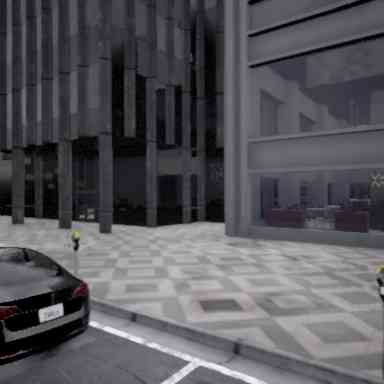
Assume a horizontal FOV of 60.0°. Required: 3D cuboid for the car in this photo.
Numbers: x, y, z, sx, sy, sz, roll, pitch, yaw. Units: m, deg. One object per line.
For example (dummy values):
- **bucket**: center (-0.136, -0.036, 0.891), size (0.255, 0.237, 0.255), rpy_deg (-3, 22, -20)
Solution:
- **car**: center (-3.485, 1.580, 5.452), size (4.313, 1.339, 1.947), rpy_deg (0, 0, 36)
